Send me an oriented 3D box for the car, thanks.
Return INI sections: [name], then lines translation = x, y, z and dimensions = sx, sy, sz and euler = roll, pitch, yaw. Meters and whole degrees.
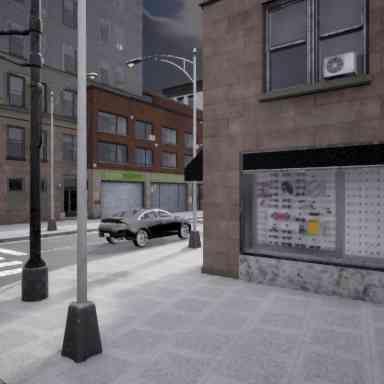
[car]
translation = -1.920, 1.459, 14.979
dimensions = 2.128, 1.511, 4.902
euler = 0, 0, 35
